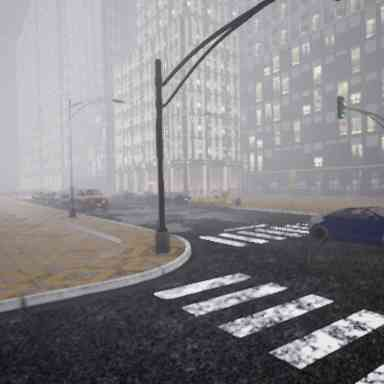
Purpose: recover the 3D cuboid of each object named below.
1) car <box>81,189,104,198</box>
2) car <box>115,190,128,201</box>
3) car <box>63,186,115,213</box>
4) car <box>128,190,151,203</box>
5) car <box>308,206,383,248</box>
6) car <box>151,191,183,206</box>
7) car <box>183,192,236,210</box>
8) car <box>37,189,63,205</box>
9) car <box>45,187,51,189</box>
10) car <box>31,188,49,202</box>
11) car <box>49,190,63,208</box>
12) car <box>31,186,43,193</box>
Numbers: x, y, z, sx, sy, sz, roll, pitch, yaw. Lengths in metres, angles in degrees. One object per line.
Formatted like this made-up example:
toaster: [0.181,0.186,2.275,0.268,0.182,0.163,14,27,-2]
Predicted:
car: [-15.027,0.212,50.227,1.947,1.339,4.313,-1,2,-36]
car: [-8.387,0.419,41.159,1.947,1.339,4.313,-1,2,-36]
car: [-8.499,0.616,27.134,2.192,1.841,5.009,-1,1,-36]
car: [-5.065,0.539,36.626,1.802,1.307,4.206,-1,2,-36]
car: [6.233,1.184,11.554,1.994,1.385,4.181,-2,2,-36]
car: [-1.745,0.627,32.093,1.947,1.339,4.313,-1,2,-36]
car: [1.544,0.685,27.750,1.752,1.417,4.829,-1,2,-36]
car: [-15.140,0.637,36.204,1.887,1.381,4.507,-1,1,-36]
car: [-28.310,-0.216,68.361,2.008,1.369,4.403,-1,1,-36]
car: [-18.461,0.571,40.738,1.802,1.307,4.206,-1,1,-36]
car: [-11.820,0.763,31.673,1.947,1.339,4.313,-1,1,-36]
car: [-38.272,-0.635,81.960,1.967,1.590,4.097,-1,1,-36]
